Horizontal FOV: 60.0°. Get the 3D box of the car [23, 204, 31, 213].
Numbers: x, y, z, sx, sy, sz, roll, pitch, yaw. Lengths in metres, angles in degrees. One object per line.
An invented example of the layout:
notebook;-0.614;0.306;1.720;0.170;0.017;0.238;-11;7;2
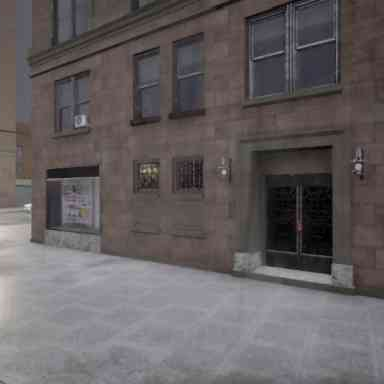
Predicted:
car;-15.650;1.462;35.802;1.812;1.442;4.674;0;0;35
